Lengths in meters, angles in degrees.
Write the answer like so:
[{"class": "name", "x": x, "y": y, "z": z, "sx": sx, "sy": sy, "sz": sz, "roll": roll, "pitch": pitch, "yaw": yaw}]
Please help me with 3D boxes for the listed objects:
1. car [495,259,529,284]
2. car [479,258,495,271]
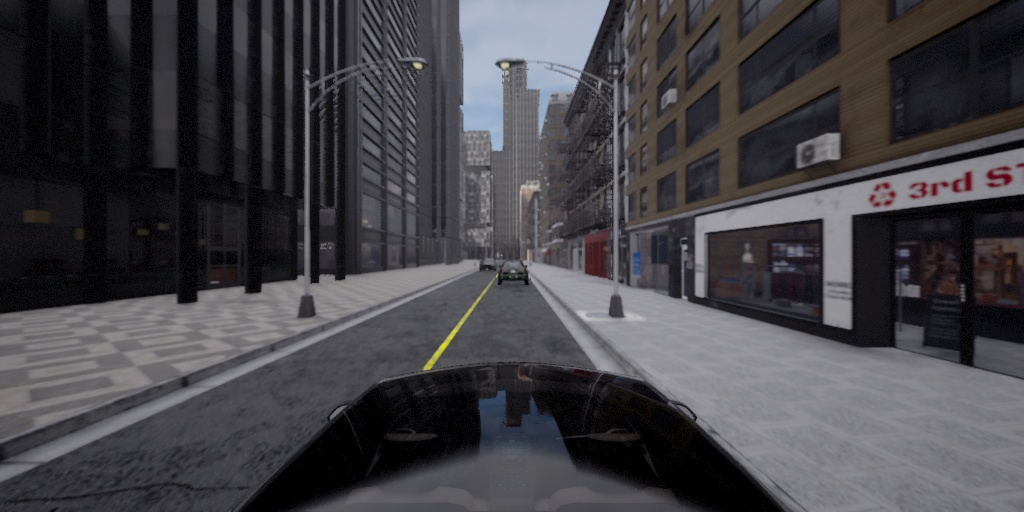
[{"class": "car", "x": 0.098, "y": 1.039, "z": 25.908, "sx": 2.097, "sy": 1.767, "sz": 4.553, "roll": 0, "pitch": 0, "yaw": 0}, {"class": "car", "x": -2.998, "y": 1.002, "z": 45.495, "sx": 2.097, "sy": 1.767, "sz": 4.553, "roll": 0, "pitch": 0, "yaw": 0}]
